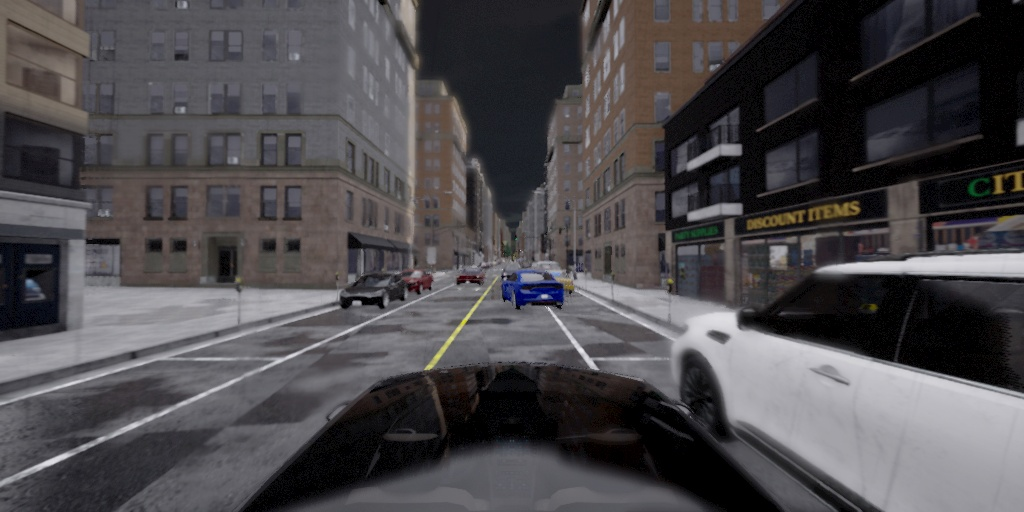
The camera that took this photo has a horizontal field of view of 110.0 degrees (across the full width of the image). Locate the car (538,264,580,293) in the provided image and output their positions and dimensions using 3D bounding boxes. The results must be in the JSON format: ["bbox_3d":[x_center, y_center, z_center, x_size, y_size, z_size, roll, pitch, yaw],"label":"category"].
[{"bbox_3d":[2.635,1.444,21.623,1.751,1.417,4.829,0,0,0],"label":"car"}]

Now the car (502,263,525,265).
[{"bbox_3d":[0.033,1.618,33.141,1.895,1.301,4.718,0,0,0],"label":"car"}]

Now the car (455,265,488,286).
[{"bbox_3d":[-3.133,1.572,27.625,1.895,1.301,4.718,0,0,0],"label":"car"}]

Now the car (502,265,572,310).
[{"bbox_3d":[0.752,1.346,15.552,1.882,1.535,5.008,0,0,-10],"label":"car"}]

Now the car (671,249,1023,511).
[{"bbox_3d":[3.108,0.983,2.237,2.150,2.045,5.566,0,0,0],"label":"car"}]

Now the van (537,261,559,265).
[{"bbox_3d":[2.625,1.307,27.126,1.690,1.789,3.998,0,0,0],"label":"van"}]

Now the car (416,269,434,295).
[{"bbox_3d":[-5.891,1.464,21.440,1.888,1.381,4.507,0,0,0],"label":"car"}]

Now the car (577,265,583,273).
[{"bbox_3d":[10.978,1.706,48.663,4.674,1.442,1.812,0,-1,-1],"label":"car"}]

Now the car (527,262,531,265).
[{"bbox_3d":[2.614,1.539,32.970,1.751,1.417,4.829,0,0,0],"label":"car"}]

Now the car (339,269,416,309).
[{"bbox_3d":[-5.880,1.437,15.768,1.948,1.339,4.313,0,0,0],"label":"car"}]
